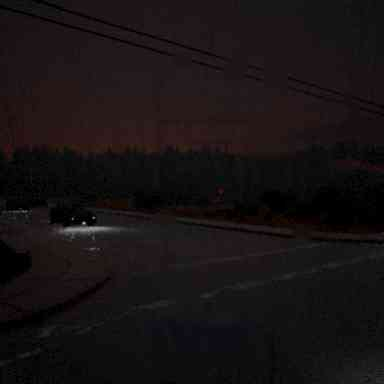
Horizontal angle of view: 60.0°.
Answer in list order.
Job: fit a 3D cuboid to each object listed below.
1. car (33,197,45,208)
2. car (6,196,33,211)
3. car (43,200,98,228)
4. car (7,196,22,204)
[{"bbox_3d":[-22.234,1.412,47.718,1.882,1.535,5.008,0,0,-36],"label":"car"},{"bbox_3d":[-21.184,1.501,40.204,2.033,1.411,5.357,0,0,-36],"label":"car"},{"bbox_3d":[-8.120,1.500,22.323,2.033,1.411,5.357,0,0,-36],"label":"car"},{"bbox_3d":[-33.992,1.467,63.514,1.812,1.442,4.674,0,0,-36],"label":"car"}]
